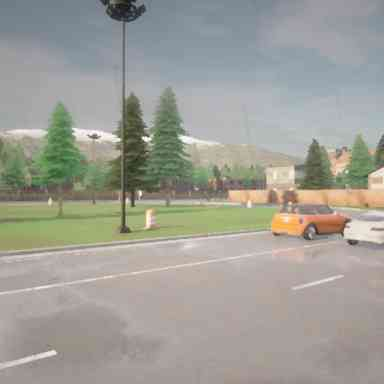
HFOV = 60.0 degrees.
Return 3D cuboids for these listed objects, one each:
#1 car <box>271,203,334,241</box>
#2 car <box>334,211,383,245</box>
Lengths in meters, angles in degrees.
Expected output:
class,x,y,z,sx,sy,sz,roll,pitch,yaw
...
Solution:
class,x,y,z,sx,sy,sz,roll,pitch,yaw
car,6.188,1.363,16.931,4.553,1.767,2.097,0,0,-35
car,8.269,1.530,14.066,4.674,1.442,1.812,0,0,-35
